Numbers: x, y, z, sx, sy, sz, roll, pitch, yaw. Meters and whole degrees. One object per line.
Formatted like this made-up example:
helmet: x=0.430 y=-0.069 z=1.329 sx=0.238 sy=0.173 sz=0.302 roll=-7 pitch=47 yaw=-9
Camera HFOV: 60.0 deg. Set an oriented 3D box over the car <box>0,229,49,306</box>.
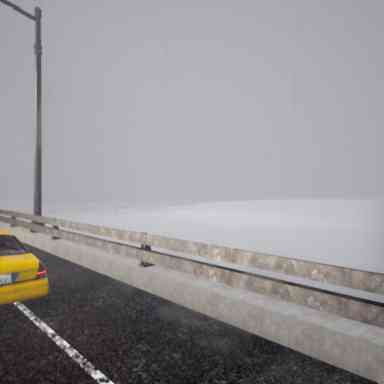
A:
car: x=-4.918 y=1.451 z=7.485 sx=1.801 sy=1.575 sz=5.366 roll=0 pitch=0 yaw=-42
